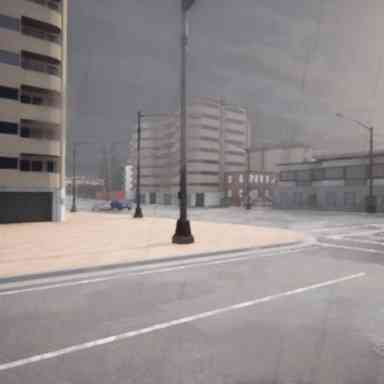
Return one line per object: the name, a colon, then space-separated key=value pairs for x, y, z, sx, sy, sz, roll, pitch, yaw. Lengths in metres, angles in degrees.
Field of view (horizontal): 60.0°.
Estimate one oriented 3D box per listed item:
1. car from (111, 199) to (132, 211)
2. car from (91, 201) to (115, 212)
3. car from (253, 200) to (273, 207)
car: x=-12.523 y=2.232 z=58.298 sx=2.150 sy=2.045 sz=5.566 roll=1 pitch=-1 yaw=-37
car: x=-15.313 y=2.593 z=56.178 sx=1.895 sy=1.301 sz=4.718 roll=1 pitch=-1 yaw=-37
car: x=14.084 y=2.252 z=66.130 sx=1.970 sy=1.475 sz=3.806 roll=1 pitch=-2 yaw=-37
